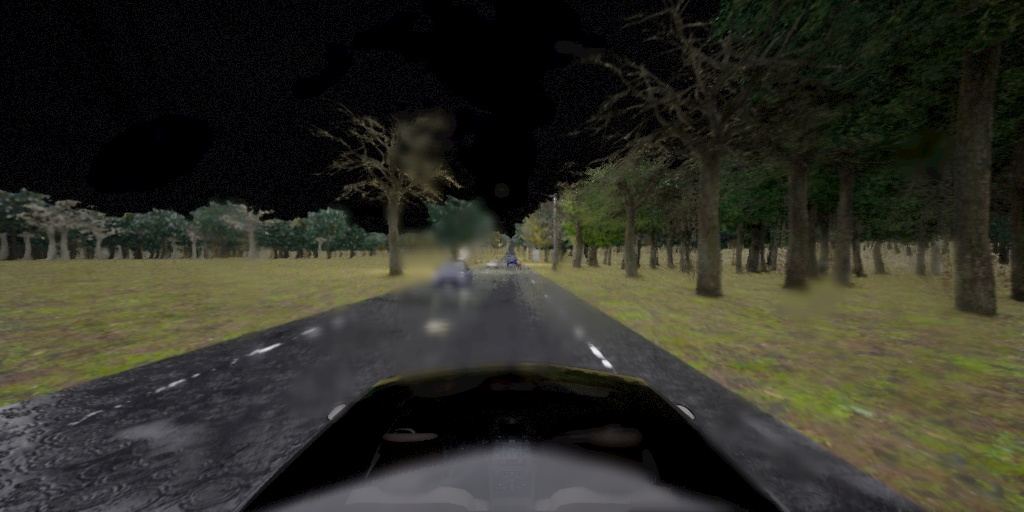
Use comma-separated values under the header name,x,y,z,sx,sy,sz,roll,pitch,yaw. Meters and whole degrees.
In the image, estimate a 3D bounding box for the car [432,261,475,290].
name,x,y,z,sx,sy,sz,roll,pitch,yaw
car,-3.575,1.105,22.437,2.097,1.767,4.553,0,0,0

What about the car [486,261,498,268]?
name,x,y,z,sx,sy,sz,roll,pitch,yaw
car,-3.496,1.485,62.799,1.895,1.301,4.718,0,0,0

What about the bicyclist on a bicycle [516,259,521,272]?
name,x,y,z,sx,sy,sz,roll,pitch,yaw
bicyclist on a bicycle,0.970,1.250,46.714,0.582,1.620,1.656,0,0,0
